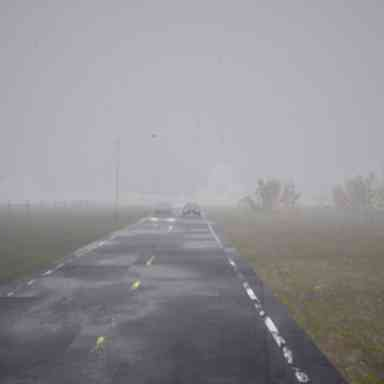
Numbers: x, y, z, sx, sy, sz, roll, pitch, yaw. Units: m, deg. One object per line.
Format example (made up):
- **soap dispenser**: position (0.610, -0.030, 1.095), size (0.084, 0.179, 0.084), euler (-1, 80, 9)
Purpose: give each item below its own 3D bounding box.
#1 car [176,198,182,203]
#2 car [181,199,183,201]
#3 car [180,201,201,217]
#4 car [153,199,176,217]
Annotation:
- **car**: position (-3.078, 2.102, 76.481), size (1.994, 1.385, 4.181), euler (0, -1, 0)
- **car**: position (-0.096, 1.972, 45.178), size (2.033, 1.411, 5.357), euler (0, -1, 0)
- **car**: position (-0.049, 1.920, 35.109), size (1.895, 1.301, 4.718), euler (0, -1, 0)
- **car**: position (-3.000, 1.799, 35.271), size (1.882, 1.535, 5.008), euler (0, -1, 0)
